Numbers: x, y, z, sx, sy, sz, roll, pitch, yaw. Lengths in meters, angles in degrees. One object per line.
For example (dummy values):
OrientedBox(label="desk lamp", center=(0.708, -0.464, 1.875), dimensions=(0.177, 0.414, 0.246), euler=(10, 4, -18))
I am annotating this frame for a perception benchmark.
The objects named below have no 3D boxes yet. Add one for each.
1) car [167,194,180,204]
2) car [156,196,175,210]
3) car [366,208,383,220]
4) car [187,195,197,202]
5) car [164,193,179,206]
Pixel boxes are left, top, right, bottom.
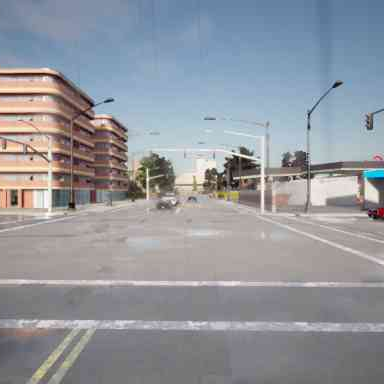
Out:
OrientedBox(label="car", center=(-3.520, 1.352, 63.387), dimensions=(2.097, 1.767, 4.553), euler=(0, 0, 0))
OrientedBox(label="car", center=(-3.575, 1.601, 43.233), dimensions=(1.895, 1.301, 4.718), euler=(0, 0, 0))
OrientedBox(label="car", center=(16.549, 1.601, 26.377), dimensions=(4.718, 1.301, 1.895), euler=(0, 0, 1))
OrientedBox(label="car", center=(0.039, 1.339, 70.762), dimensions=(1.812, 1.442, 4.674), euler=(0, 0, 0))
OrientedBox(label="car", center=(-3.563, 1.221, 53.256), dimensions=(2.150, 2.045, 5.566), euler=(0, 0, 0))
